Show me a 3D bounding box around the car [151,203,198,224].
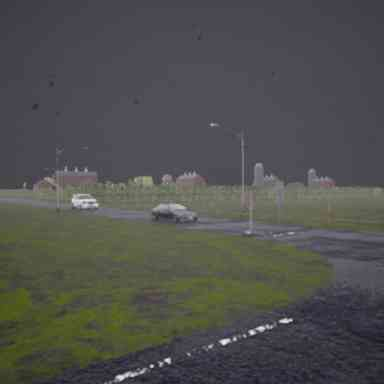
[{"bbox_3d":[-1.481,1.565,25.430,1.812,1.442,4.674,-1,0,-37],"label":"car"}]

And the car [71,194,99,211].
[{"bbox_3d":[-13.755,1.293,42.502,2.150,2.045,5.566,-1,0,-35],"label":"car"}]
